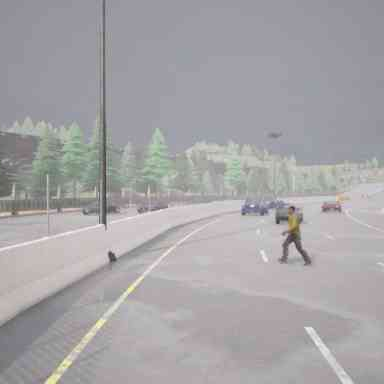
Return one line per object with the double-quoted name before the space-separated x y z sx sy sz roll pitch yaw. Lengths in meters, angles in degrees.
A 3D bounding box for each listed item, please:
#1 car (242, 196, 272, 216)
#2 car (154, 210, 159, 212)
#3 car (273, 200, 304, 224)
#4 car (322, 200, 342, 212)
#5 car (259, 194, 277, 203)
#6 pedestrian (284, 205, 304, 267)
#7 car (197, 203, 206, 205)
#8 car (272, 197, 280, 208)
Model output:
"car" 6.354 1.352 33.049 2.097 1.767 4.553 0 0 20
"car" -4.182 1.564 35.363 1.994 1.385 4.181 0 0 20
"car" 7.442 1.564 25.345 1.994 1.385 4.181 0 0 16
"car" 16.086 1.601 38.055 1.895 1.301 4.718 0 0 26
"car" 16.340 1.336 70.973 2.097 1.767 4.553 0 0 36
"pedestrian" 3.080 1.294 10.067 0.375 1.860 0.375 0 0 6
"car" 1.057 1.491 39.222 2.128 1.511 4.902 0 0 23
"car" 10.391 1.352 42.457 2.097 1.767 4.553 0 0 28
